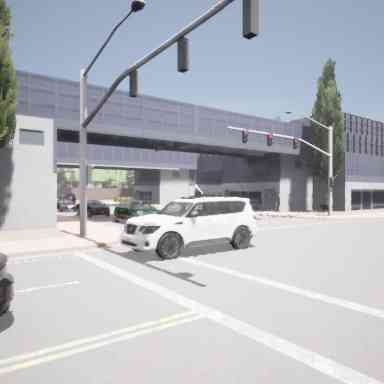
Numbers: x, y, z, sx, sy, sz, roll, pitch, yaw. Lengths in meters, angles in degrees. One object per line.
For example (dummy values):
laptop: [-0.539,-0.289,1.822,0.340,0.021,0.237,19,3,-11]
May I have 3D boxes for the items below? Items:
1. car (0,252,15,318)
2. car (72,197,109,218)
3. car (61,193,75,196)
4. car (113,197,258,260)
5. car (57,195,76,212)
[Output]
car: [-5.274,1.478,4.564,5.008,1.535,1.882,0,0,-36]
car: [-9.268,1.475,31.001,1.882,1.535,5.008,0,0,-36]
car: [-23.707,1.216,63.055,2.150,2.045,5.566,0,0,-36]
car: [0.085,1.219,12.760,5.566,2.045,2.150,0,0,-36]
car: [-14.846,1.489,38.674,2.128,1.511,4.902,0,0,-36]
